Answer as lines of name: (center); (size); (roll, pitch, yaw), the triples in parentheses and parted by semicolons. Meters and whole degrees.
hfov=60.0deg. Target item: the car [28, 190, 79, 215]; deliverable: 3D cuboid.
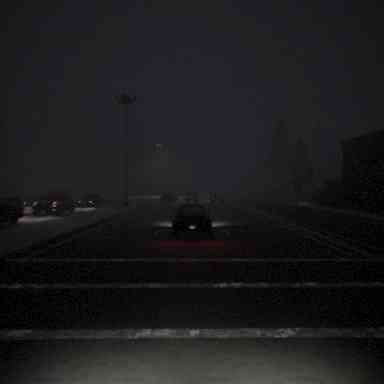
car: (-11.505, 0.929, 27.908); (2.097, 1.767, 4.553); (0, 1, 0)

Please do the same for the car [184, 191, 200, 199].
car: (0.001, 0.796, 46.898); (1.837, 1.490, 4.892); (0, 1, 0)

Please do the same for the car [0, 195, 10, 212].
car: (-18.499, 1.055, 29.716); (1.837, 1.490, 4.892); (0, 1, 0)

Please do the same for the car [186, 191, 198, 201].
car: (0.001, 0.638, 57.317); (1.837, 1.490, 4.892); (0, 1, 0)

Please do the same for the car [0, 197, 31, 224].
car: (-11.574, 1.262, 18.794); (2.033, 1.411, 5.357); (0, 1, 0)

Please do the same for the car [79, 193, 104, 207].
car: (-11.499, 0.929, 38.083); (1.837, 1.490, 4.892); (0, 1, 0)

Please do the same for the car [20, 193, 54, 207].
car: (-18.499, 0.901, 39.894); (1.837, 1.490, 4.892); (0, 1, 0)

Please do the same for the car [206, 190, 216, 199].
car: (3.501, 0.486, 57.285); (2.097, 1.767, 4.553); (0, 1, 0)

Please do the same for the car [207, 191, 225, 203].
car: (3.501, 0.885, 47.346); (1.895, 1.301, 4.718); (0, 1, 0)

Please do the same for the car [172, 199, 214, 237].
car: (0.000, 1.278, 16.292); (1.812, 1.442, 4.674); (0, 1, 0)

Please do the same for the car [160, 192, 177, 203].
car: (-3.499, 0.810, 47.315); (1.812, 1.442, 4.674); (0, 1, 0)
